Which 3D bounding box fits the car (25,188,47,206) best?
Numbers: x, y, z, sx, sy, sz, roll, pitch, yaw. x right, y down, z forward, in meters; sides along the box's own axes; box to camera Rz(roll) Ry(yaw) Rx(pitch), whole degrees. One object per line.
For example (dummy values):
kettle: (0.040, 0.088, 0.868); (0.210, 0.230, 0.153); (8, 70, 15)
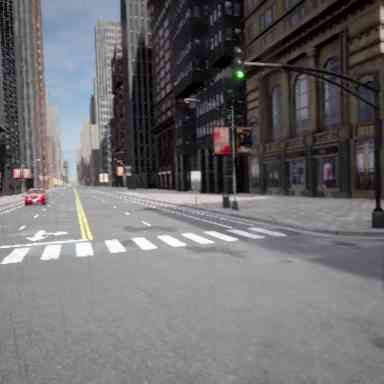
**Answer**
car: (-19.422, 0.614, 41.537); (2.150, 2.045, 5.566); (-3, 2, -20)
